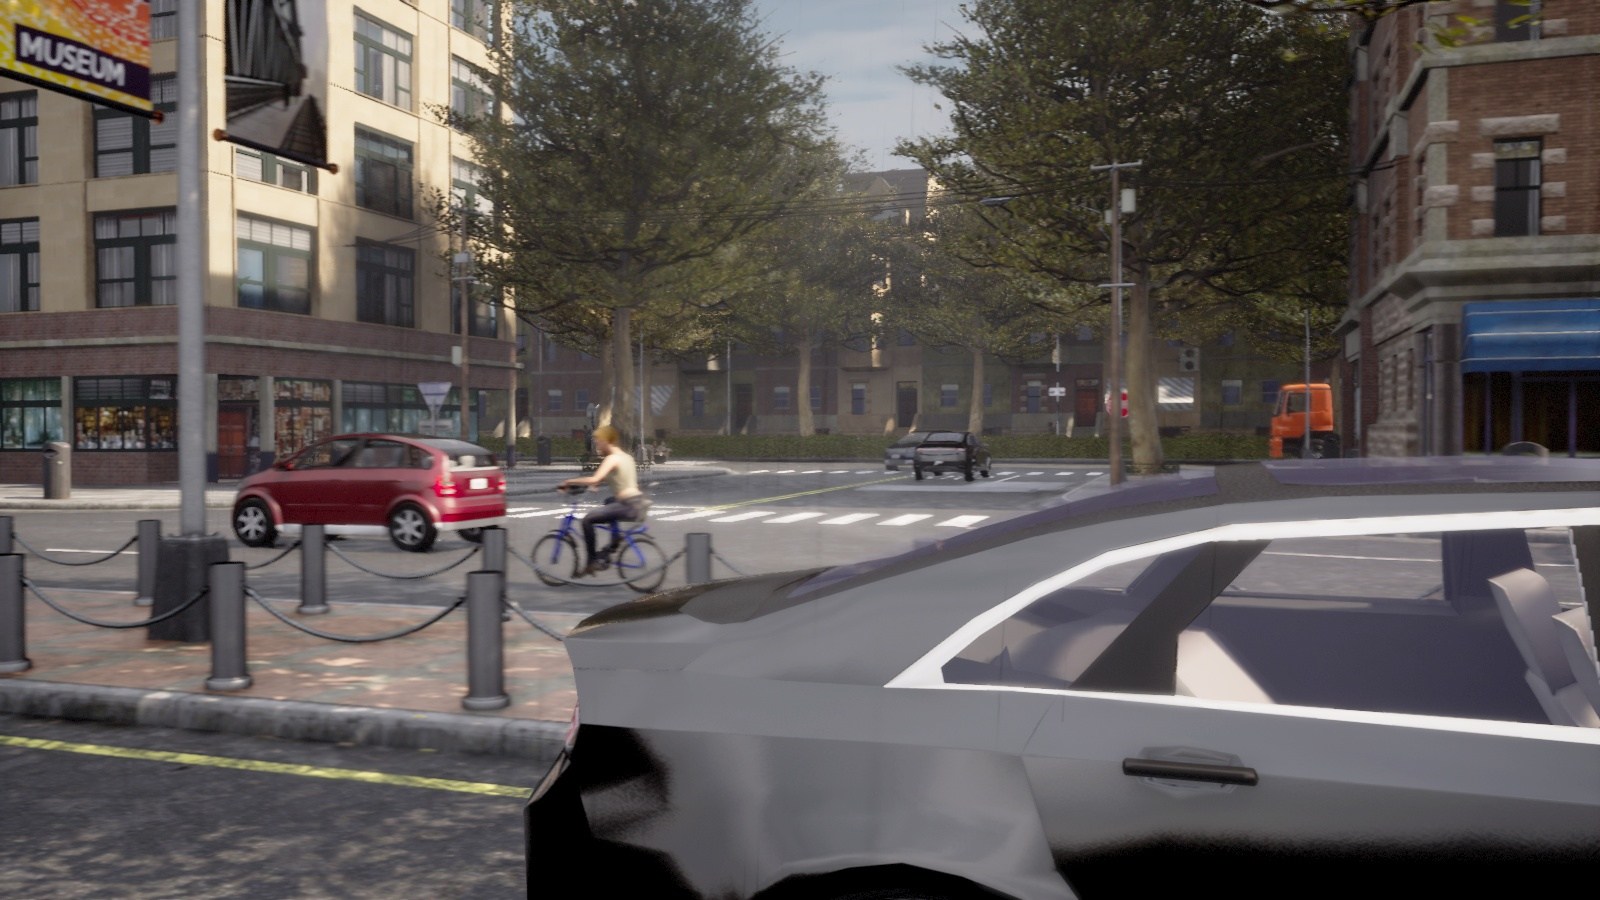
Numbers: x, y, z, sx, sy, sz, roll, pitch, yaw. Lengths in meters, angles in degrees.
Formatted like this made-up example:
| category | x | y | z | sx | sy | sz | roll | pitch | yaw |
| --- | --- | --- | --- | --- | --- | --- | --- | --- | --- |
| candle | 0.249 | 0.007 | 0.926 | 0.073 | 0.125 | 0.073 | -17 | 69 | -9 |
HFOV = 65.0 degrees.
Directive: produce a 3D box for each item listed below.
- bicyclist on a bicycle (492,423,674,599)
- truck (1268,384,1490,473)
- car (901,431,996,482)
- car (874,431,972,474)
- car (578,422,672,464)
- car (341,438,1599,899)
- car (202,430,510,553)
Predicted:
| category | x | y | z | sx | sy | sz | roll | pitch | yaw |
| --- | --- | --- | --- | --- | --- | --- | --- | --- | --- |
| bicyclist on a bicycle | -2.123 | 0.557 | 12.342 | 1.509 | 1.612 | 0.866 | 1 | 1 | 19 |
| truck | 23.392 | -0.888 | 51.248 | 7.936 | 3.462 | 2.891 | 0 | 1 | 19 |
| car | 4.845 | 0.156 | 40.287 | 2.128 | 1.511 | 4.902 | 1 | 1 | 18 |
| car | 4.692 | 0.061 | 47.591 | 1.789 | 1.549 | 3.705 | 1 | 1 | 44 |
| car | -8.066 | -0.338 | 58.098 | 3.866 | 1.878 | 1.905 | 1 | 1 | 19 |
| car | 1.801 | 0.748 | 2.586 | 4.902 | 1.511 | 2.128 | 1 | 1 | 19 |
| car | -6.116 | 0.504 | 17.382 | 3.705 | 1.549 | 1.789 | 1 | 1 | 19 |
